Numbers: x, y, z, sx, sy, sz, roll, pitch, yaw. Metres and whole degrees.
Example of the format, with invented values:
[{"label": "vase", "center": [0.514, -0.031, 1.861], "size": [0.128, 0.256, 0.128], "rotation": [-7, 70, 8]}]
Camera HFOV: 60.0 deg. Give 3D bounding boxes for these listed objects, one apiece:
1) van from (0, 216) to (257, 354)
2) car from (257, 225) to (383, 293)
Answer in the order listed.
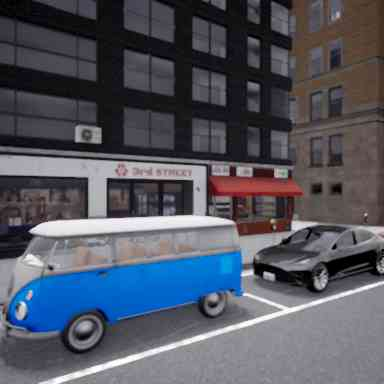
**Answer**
[{"label": "van", "center": [-0.948, 1.348, 5.829], "size": [3.998, 1.788, 1.690], "rotation": [0, 0, -34]}, {"label": "car", "center": [3.589, 1.592, 8.940], "size": [4.313, 1.339, 1.947], "rotation": [0, 0, -34]}]
